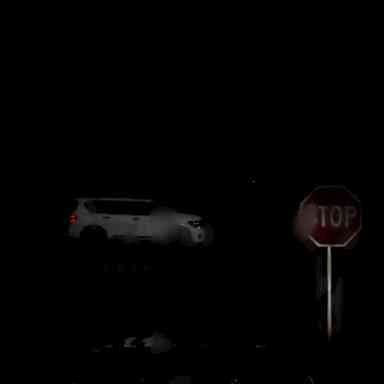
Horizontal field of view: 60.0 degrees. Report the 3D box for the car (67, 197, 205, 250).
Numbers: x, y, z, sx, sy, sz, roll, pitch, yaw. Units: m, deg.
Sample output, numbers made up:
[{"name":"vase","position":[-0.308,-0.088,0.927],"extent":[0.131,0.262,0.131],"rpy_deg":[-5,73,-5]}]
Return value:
[{"name":"car","position":[-2.236,1.252,13.820],"extent":[5.566,2.045,2.150],"rpy_deg":[1,0,0]}]
